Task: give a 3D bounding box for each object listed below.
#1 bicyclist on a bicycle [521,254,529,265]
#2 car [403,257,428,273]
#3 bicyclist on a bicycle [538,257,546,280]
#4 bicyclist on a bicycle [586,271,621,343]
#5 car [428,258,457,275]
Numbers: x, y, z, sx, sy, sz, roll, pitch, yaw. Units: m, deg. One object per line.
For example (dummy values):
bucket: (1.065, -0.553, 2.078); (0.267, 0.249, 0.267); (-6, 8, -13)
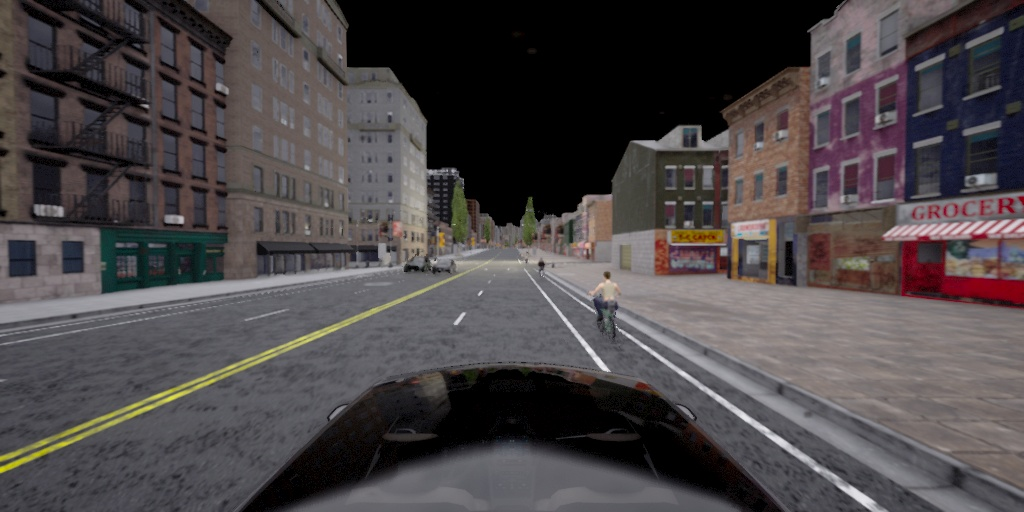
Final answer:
bicyclist on a bicycle: (2.233, 0.623, 54.343); (0.866, 1.612, 1.509); (-1, 1, 0)
car: (-9.815, 0.858, 37.711); (2.097, 1.767, 4.553); (0, 1, 0)
bicyclist on a bicycle: (2.253, 0.972, 27.387); (0.659, 1.776, 1.843); (0, 1, 0)
bicyclist on a bicycle: (2.253, 1.159, 8.599); (0.866, 1.612, 1.509); (0, 0, 0)
car: (-6.579, 1.038, 35.301); (1.837, 1.490, 4.892); (0, 0, 0)
